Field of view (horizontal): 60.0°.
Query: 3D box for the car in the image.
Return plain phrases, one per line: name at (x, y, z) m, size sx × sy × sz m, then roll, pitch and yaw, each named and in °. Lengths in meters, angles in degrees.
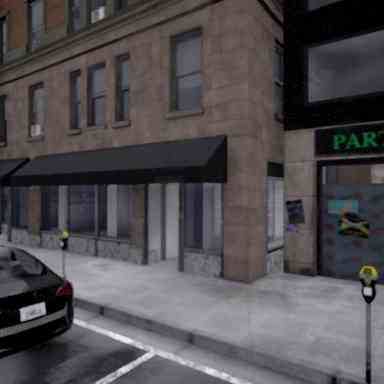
car at (-3.723, 1.567, 5.467) m, size 4.313 × 1.339 × 1.947 m, roll 0°, pitch 0°, yaw 36°
